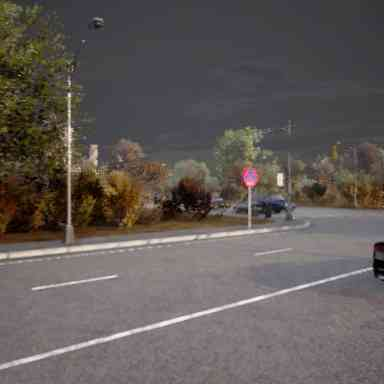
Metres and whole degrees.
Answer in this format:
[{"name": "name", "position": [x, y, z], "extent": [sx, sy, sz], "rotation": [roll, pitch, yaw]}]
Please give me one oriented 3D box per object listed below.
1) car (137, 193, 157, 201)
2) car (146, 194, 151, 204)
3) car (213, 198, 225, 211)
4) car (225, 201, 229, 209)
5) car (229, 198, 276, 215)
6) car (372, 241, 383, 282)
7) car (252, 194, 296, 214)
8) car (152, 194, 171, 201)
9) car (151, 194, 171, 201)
[{"name": "car", "position": [-9.607, 1.130, 71.236], "extent": [2.128, 1.511, 4.902], "rotation": [0, 1, -37]}, {"name": "car", "position": [-9.200, 1.346, 58.012], "extent": [1.812, 1.442, 4.674], "rotation": [0, 1, -32]}, {"name": "car", "position": [1.559, 1.521, 40.926], "extent": [1.812, 1.442, 4.674], "rotation": [0, 0, -32]}, {"name": "car", "position": [3.186, 1.536, 44.908], "extent": [2.033, 1.411, 5.357], "rotation": [0, 0, -33]}, {"name": "car", "position": [6.069, 1.563, 33.790], "extent": [1.994, 1.385, 4.181], "rotation": [0, 0, -32]}, {"name": "car", "position": [6.529, 1.477, 8.403], "extent": [5.008, 1.535, 1.882], "rotation": [0, 0, -35]}, {"name": "car", "position": [8.677, 1.221, 36.254], "extent": [2.150, 2.045, 5.566], "rotation": [0, 0, -31]}, {"name": "car", "position": [-6.778, 1.201, 73.295], "extent": [1.895, 1.301, 4.718], "rotation": [0, 1, -37]}, {"name": "car", "position": [-3.776, 1.435, 49.394], "extent": [2.128, 1.511, 4.902], "rotation": [0, 0, -32]}]
